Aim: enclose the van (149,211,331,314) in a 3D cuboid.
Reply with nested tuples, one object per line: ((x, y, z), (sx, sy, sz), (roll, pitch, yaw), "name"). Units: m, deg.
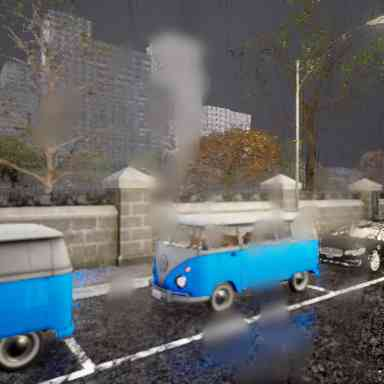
((1.067, 1.347, 7.315), (3.998, 1.788, 1.690), (0, 0, -35), "van")

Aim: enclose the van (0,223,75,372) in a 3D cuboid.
((-3.517, 1.341, 4.048), (3.998, 1.788, 1.690), (0, 0, -35), "van")

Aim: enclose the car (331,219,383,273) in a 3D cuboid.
((5.651, 1.563, 10.584), (4.403, 1.369, 2.008), (0, 0, -35), "car")
